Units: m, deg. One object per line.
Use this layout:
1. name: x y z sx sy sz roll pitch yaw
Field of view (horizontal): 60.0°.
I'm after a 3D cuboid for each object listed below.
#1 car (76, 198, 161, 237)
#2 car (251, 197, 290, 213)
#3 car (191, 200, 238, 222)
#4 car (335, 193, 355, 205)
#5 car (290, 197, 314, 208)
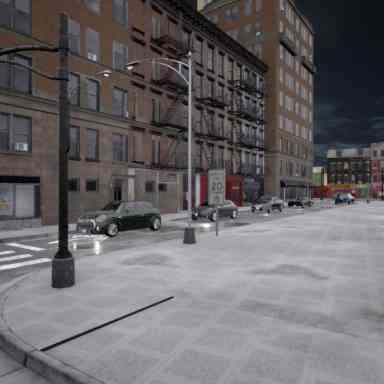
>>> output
1. car: -3.699 1.218 17.308 2.097 1.767 4.553 0 1 37
2. car: 7.525 1.222 32.869 2.128 1.511 4.902 0 1 36
3. car: 1.706 1.304 24.781 1.837 1.490 4.892 0 1 36
4. car: 22.840 0.954 49.563 2.097 1.767 4.553 0 1 36
5. car: 13.396 1.268 40.970 1.895 1.301 4.718 0 1 36
